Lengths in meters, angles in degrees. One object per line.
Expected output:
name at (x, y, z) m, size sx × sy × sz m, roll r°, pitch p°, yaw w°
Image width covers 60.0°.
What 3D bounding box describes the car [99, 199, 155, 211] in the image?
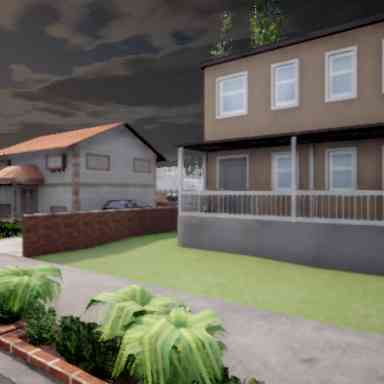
car at (-3.269, 1.149, 18.248) m, size 1.845 × 1.501 × 3.633 m, roll 0°, pitch 0°, yaw 36°
